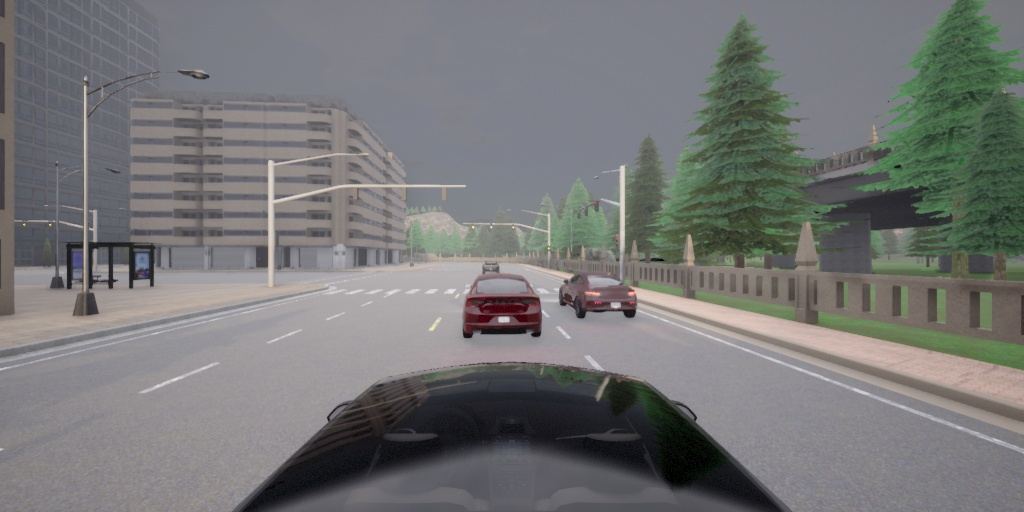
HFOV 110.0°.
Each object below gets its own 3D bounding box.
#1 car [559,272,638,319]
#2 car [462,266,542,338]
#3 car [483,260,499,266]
[{"bbox_3d":[2.914,1.275,12.805,1.812,1.442,4.674,0,0,-3],"label":"car"},{"bbox_3d":[-0.347,1.227,10.228,1.882,1.535,5.008,0,0,-4],"label":"car"},{"bbox_3d":[-2.430,1.241,41.250,2.128,1.511,4.902,0,0,-4],"label":"car"}]
